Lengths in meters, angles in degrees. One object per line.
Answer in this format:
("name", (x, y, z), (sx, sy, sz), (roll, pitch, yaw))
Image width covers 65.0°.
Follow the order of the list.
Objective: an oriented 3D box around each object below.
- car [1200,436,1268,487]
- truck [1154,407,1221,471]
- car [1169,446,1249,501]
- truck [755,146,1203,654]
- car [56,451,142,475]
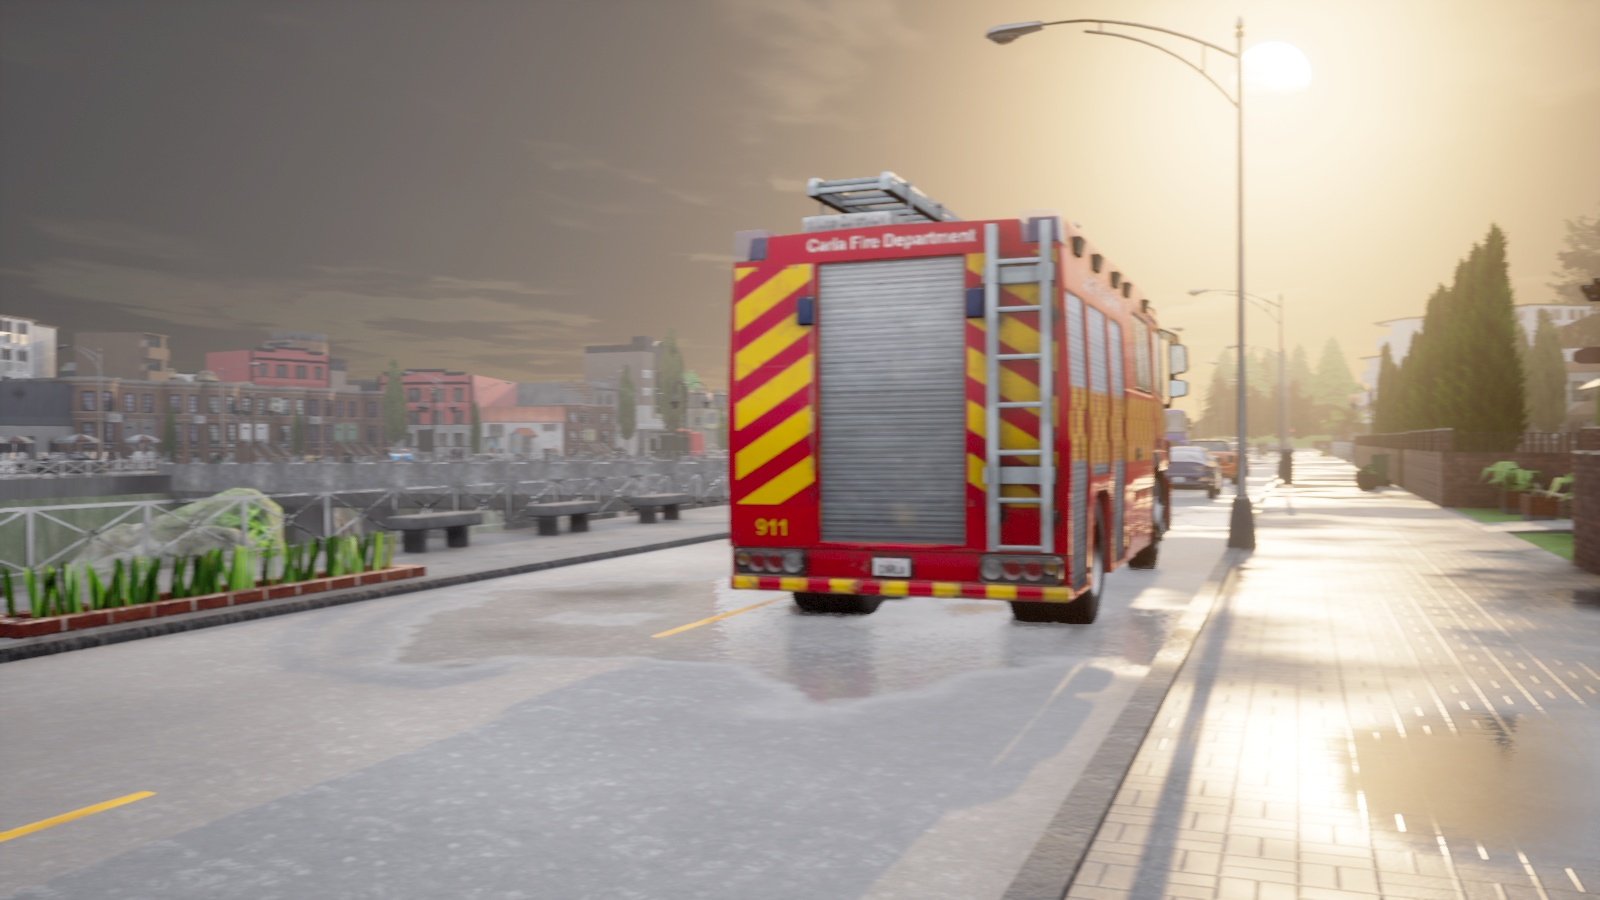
("car", (16.136, 0.387, 46.507), (2.097, 1.767, 4.553), (0, 0, 23))
("truck", (22.046, -0.610, 71.157), (2.891, 3.462, 7.936), (0, 0, 23))
("car", (11.775, 0.631, 36.011), (1.812, 1.442, 4.674), (0, 0, 23))
("truck", (2.589, -0.399, 13.933), (2.891, 3.827, 8.468), (0, 0, 23))
("car", (-42.588, 0.742, 76.374), (1.994, 1.385, 4.181), (0, 0, 23))
